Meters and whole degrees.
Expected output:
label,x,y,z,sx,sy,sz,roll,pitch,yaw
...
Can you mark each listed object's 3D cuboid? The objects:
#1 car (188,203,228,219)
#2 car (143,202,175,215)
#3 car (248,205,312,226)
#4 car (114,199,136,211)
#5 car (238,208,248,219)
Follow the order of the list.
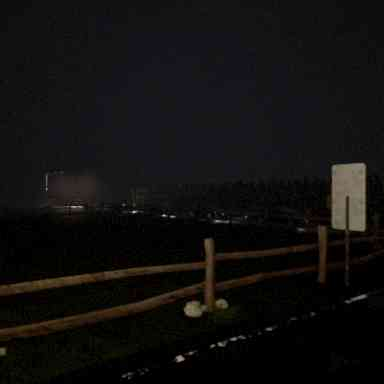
label,x,y,z,sx,sy,sz,roll,pitch,yaw
car,1.528,1.869,32.940,1.837,1.490,4.892,0,-1,-35
car,-4.158,1.993,40.940,2.033,1.411,5.357,0,-1,-35
car,6.840,1.815,25.458,1.812,1.442,4.674,0,-1,-35
car,-10.110,1.888,49.381,2.097,1.767,4.553,0,-1,-34
car,6.292,1.898,31.321,1.994,1.385,4.181,0,-1,-35
